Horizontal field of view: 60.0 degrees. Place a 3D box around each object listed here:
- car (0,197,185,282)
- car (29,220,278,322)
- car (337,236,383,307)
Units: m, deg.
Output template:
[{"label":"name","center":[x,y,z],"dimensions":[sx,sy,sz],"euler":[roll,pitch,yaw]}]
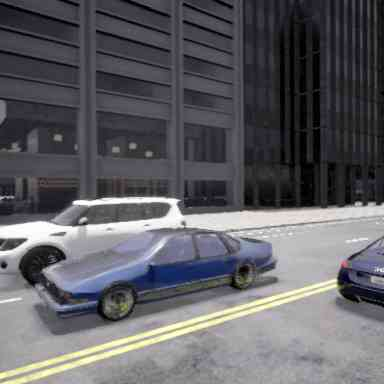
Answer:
[{"label":"car","center":[-2.703,1.199,9.745],"dimensions":[5.566,2.045,2.150],"euler":[-1,0,-36]},{"label":"car","center":[-0.432,1.522,7.372],"dimensions":[5.357,1.411,2.033],"euler":[0,0,-36]},{"label":"car","center":[4.919,1.511,6.951],"dimensions":[4.181,1.385,1.994],"euler":[0,0,-35]}]
